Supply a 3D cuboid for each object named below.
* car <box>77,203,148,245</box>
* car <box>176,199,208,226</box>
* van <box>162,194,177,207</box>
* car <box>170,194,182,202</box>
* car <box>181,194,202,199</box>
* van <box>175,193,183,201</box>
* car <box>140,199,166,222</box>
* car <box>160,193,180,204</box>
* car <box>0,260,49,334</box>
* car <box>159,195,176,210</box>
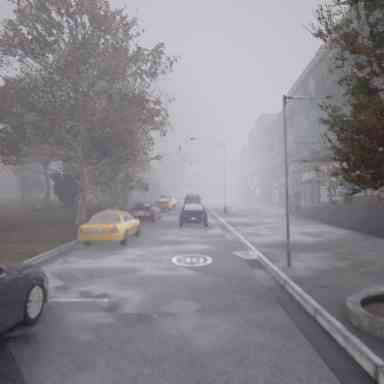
[{"bbox_3d":[-3.647,1.510,15.634,1.946,1.575,5.366,0,0,2],"label":"car"},{"bbox_3d":[0.099,1.522,23.669,1.882,1.535,5.008,0,0,0],"label":"car"},{"bbox_3d":[-3.653,1.326,54.562,1.878,1.987,4.442,0,0,2],"label":"van"},{"bbox_3d":[-3.660,1.459,76.695,2.185,1.767,4.553,0,0,2],"label":"car"},{"bbox_3d":[0.097,1.284,42.328,2.150,2.045,5.566,0,0,0],"label":"car"},{"bbox_3d":[-3.656,1.389,93.555,1.878,1.987,4.442,0,0,2],"label":"van"},{"bbox_3d":[-3.654,1.558,26.620,2.163,1.488,4.792,0,0,2],"label":"car"},{"bbox_3d":[-3.656,1.295,48.904,2.435,2.045,5.566,0,0,2],"label":"car"},{"bbox_3d":[-3.654,1.491,4.300,2.231,1.521,4.892,0,0,2],"label":"car"},{"bbox_3d":[-3.656,1.542,43.299,2.097,1.535,5.008,0,0,2],"label":"car"}]
